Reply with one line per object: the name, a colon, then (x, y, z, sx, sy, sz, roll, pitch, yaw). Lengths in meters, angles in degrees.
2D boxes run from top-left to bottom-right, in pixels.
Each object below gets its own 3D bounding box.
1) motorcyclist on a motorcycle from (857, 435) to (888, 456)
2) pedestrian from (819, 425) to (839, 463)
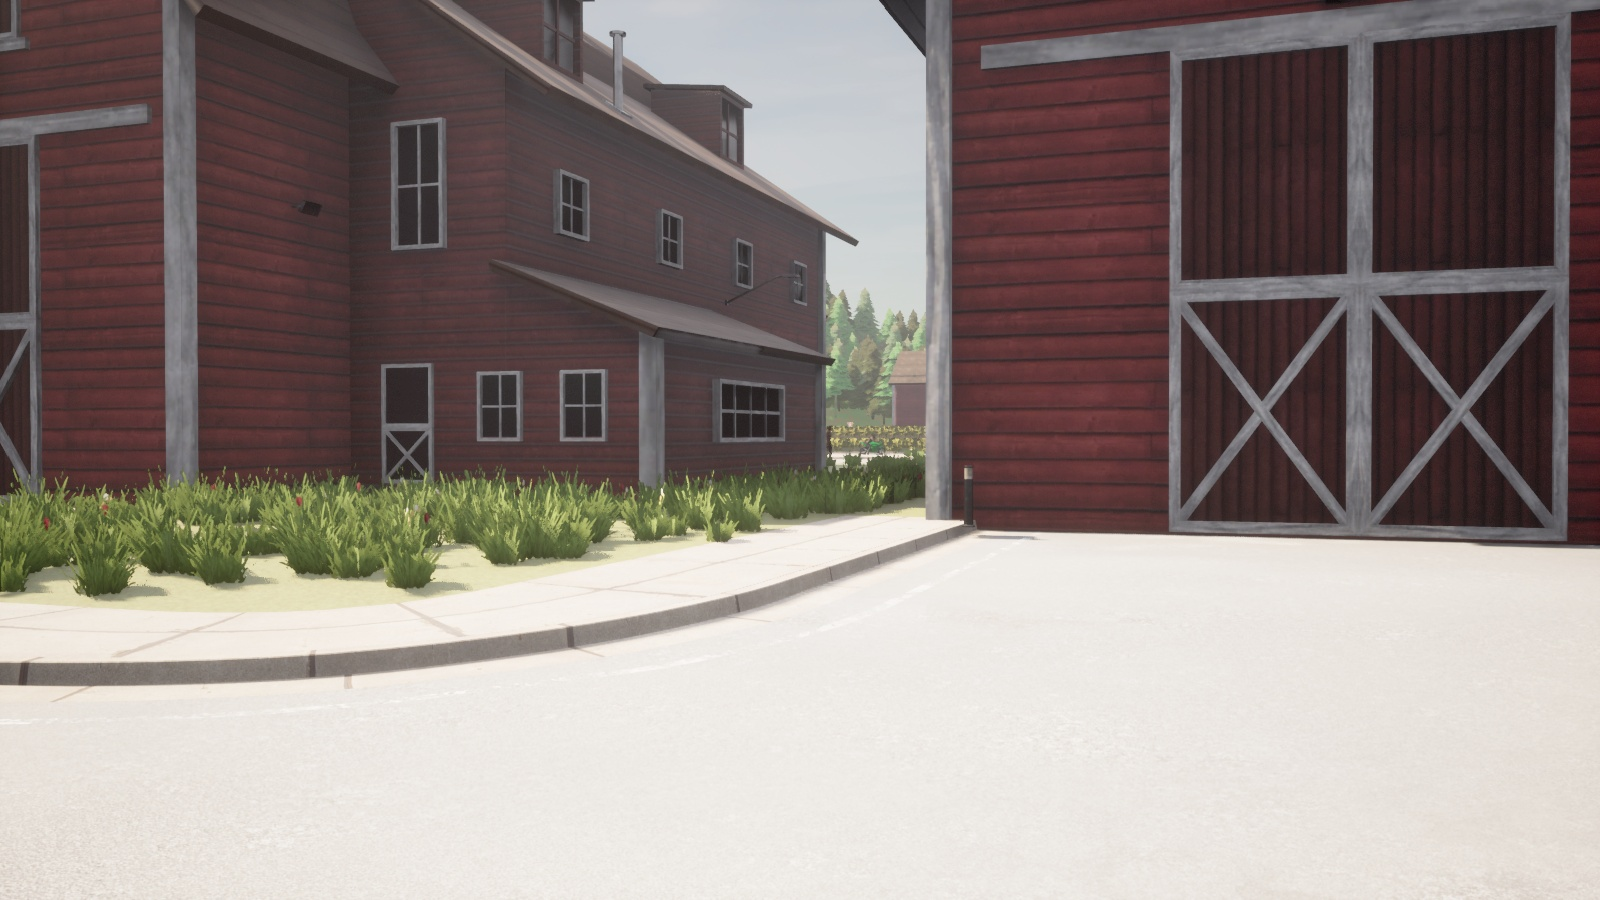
motorcyclist on a motorcycle: (5.280, -0.348, 91.460, 2.044, 1.523, 0.797, 1, 1, 19)
pedestrian: (1.397, -0.286, 60.521, 0.869, 1.805, 0.328, 1, 1, 24)
